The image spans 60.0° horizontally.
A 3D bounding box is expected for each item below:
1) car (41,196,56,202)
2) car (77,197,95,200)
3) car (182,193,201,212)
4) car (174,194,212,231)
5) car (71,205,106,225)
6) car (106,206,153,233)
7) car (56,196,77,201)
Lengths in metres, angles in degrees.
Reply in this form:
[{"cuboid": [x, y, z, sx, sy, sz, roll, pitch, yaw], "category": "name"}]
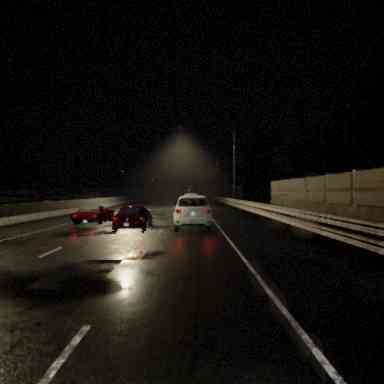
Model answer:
[{"cuboid": [-24.883, 1.465, 58.712, 2.128, 1.511, 4.902, 0, 0, 0], "category": "car"}, {"cuboid": [-17.884, 1.572, 58.015, 1.895, 1.301, 4.718, 0, 0, 0], "category": "car"}, {"cuboid": [-0.067, 1.216, 40.251, 2.150, 2.045, 5.566, 0, 0, 0], "category": "car"}, {"cuboid": [0.056, 1.218, 20.467, 2.150, 2.045, 5.566, 0, 0, 0], "category": "car"}, {"cuboid": [-6.959, 1.597, 23.843, 1.895, 1.301, 4.718, 0, 0, 0], "category": "car"}, {"cuboid": [-3.442, 1.523, 19.683, 1.812, 1.442, 4.674, 0, 0, 0], "category": "car"}, {"cuboid": [-21.385, 1.476, 57.960, 1.837, 1.490, 4.892, 0, 0, 0], "category": "car"}]
